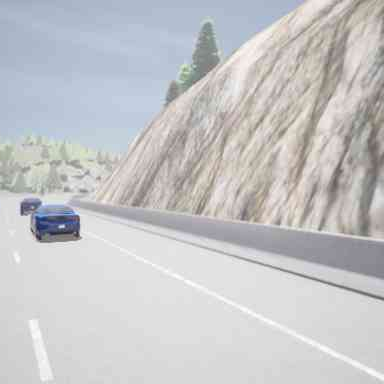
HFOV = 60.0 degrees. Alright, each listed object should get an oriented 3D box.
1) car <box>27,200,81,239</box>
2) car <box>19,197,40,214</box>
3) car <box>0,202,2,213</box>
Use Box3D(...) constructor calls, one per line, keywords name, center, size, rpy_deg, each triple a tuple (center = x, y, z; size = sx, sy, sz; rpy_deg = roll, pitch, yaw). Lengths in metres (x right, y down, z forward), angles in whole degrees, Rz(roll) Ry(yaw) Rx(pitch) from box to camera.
Box3D(name="car", center=(-6.972, 1.370, 16.781), size=(1.882, 1.535, 5.008), rpy_deg=(0, 0, -30))
Box3D(name="car", center=(-15.558, 1.267, 32.254), size=(1.882, 1.535, 5.008), rpy_deg=(0, 0, -27))
Box3D(name="car", center=(-17.961, 1.291, 29.283), size=(2.128, 1.511, 4.902), rpy_deg=(0, 0, -28))
